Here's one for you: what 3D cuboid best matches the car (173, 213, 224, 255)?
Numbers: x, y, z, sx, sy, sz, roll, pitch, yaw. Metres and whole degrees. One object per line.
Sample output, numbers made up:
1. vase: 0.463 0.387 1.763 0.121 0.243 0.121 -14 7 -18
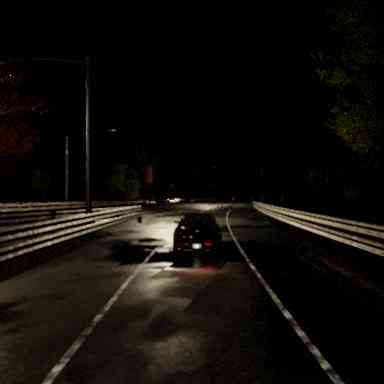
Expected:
1. car: 0.279 1.635 13.982 1.837 1.490 4.892 0 0 3
